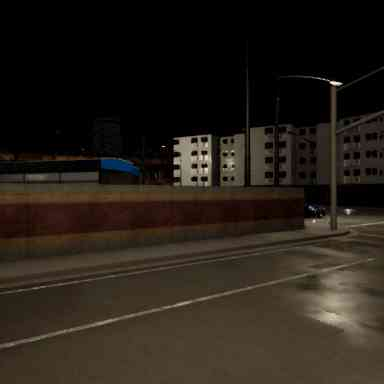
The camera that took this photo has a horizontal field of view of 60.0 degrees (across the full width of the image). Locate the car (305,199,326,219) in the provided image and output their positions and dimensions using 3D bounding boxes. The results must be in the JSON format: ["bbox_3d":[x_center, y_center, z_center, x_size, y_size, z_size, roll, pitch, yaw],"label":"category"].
[{"bbox_3d":[9.538,1.352,29.564,2.097,1.767,4.553,0,0,-33],"label":"car"}]

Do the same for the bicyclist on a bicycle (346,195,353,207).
[{"bbox_3d":[22.109,1.300,46.637,1.656,1.620,0.582,0,0,-35],"label":"bicyclist on a bicycle"}]
